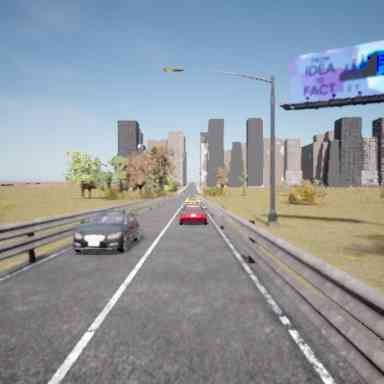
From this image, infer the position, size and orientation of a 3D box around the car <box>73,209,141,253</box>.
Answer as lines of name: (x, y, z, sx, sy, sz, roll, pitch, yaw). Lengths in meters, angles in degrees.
car: (-3.326, 1.487, 13.752, 2.128, 1.511, 4.902, 0, 0, 0)

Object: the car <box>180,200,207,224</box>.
car: (0.105, 1.556, 24.690, 1.994, 1.385, 4.181, 0, 0, 0)

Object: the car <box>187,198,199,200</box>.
car: (0.108, 1.464, 42.400, 1.882, 1.535, 5.008, 0, 0, 0)
